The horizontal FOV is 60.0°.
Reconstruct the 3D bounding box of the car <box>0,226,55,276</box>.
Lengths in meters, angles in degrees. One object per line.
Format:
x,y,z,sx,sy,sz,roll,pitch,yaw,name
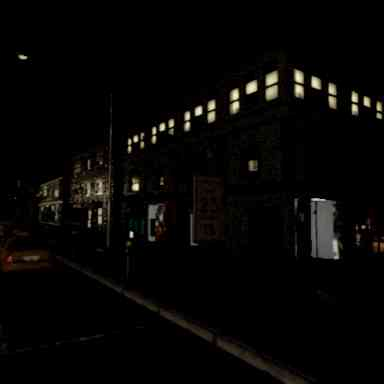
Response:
-6.460,2.201,12.613,1.752,1.417,4.829,4,-5,-34,car
